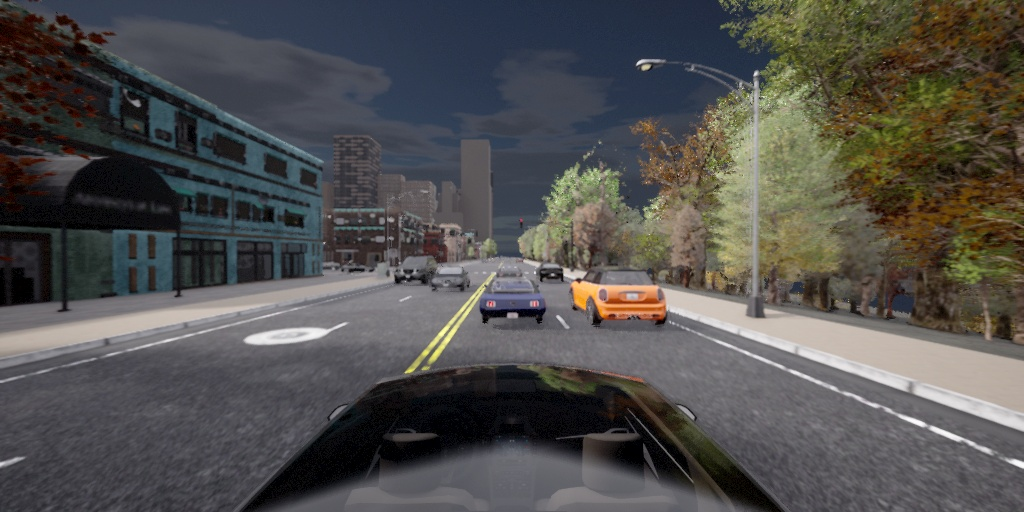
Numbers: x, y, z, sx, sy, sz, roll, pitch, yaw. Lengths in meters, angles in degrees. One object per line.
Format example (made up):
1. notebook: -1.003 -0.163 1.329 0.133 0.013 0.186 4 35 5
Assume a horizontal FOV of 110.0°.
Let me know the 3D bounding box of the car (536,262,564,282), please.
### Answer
1. car: 3.036 1.264 29.367 1.882 1.535 5.008 0 0 -1

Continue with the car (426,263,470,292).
1. car: -3.563 1.305 21.528 1.812 1.442 4.674 0 0 -1

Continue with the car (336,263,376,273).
1. car: -20.495 1.643 47.898 4.313 1.339 1.948 0 0 -1

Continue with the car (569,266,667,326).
1. car: 3.247 1.115 11.858 2.097 1.767 4.553 0 0 -1

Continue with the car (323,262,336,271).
1. car: -28.935 1.656 56.304 4.403 1.370 2.007 0 0 -1

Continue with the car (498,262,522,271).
1. car: -0.187 1.386 27.263 1.895 1.301 4.718 0 0 -1

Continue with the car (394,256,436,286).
1. car: -6.868 1.011 26.326 2.150 2.045 5.566 0 0 -1

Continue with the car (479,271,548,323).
1. car: -0.002 1.365 12.167 1.895 1.301 4.718 0 0 -1
